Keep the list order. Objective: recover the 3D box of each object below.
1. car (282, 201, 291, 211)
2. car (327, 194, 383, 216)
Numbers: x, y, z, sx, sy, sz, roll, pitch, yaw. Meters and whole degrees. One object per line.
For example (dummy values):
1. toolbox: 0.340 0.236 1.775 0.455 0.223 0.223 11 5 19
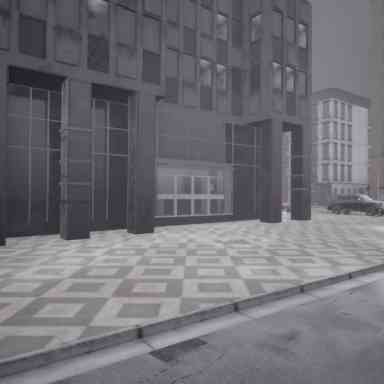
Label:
1. car: 9.963 1.501 39.988 1.812 1.442 4.674 1 0 -35
2. car: 15.790 1.193 31.867 2.150 2.045 5.566 1 -1 -36
